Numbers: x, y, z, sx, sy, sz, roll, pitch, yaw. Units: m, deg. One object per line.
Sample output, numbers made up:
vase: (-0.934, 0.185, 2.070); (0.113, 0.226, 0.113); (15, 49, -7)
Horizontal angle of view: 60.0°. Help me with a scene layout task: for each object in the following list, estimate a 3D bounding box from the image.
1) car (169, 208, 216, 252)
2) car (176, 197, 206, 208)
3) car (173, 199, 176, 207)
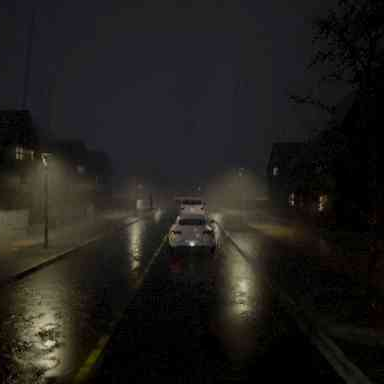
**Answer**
car: (0.014, 1.659, 14.379); (1.812, 1.442, 4.674); (0, 0, 0)
car: (0.021, 1.484, 29.021); (2.150, 2.045, 5.566); (0, 0, 0)
car: (-2.731, 2.099, 65.894); (2.128, 1.511, 4.902); (0, 0, 1)
